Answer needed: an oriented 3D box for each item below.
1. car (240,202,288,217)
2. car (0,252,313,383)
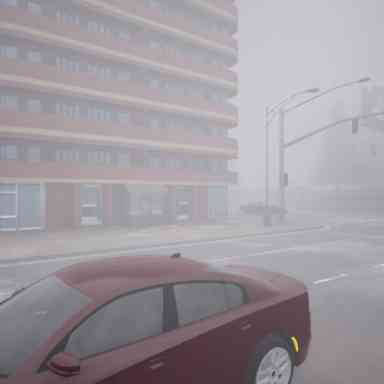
[{"bbox_3d":[6.898,1.607,32.081,1.895,1.301,4.718,0,0,-36],"label":"car"},{"bbox_3d":[-0.853,1.478,3.383,5.008,1.535,1.882,0,0,-36],"label":"car"}]
